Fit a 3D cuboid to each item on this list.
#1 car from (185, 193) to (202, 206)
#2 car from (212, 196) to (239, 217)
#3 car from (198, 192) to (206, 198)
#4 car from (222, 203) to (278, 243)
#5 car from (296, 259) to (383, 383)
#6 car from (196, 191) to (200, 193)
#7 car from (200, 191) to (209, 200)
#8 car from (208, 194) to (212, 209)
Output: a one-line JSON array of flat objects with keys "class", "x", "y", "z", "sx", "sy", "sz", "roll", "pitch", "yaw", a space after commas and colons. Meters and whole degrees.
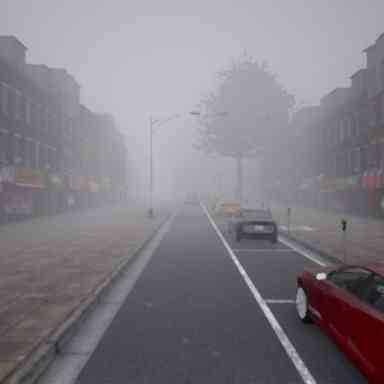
[{"class": "car", "x": 0.037, "y": 1.142, "z": 45.090, "sx": 1.895, "sy": 1.301, "sz": 4.718, "roll": 0, "pitch": 1, "yaw": 0}, {"class": "car", "x": 3.037, "y": 1.206, "z": 28.438, "sx": 1.882, "sy": 1.535, "sz": 5.008, "roll": 0, "pitch": 1, "yaw": 0}, {"class": "car", "x": 2.728, "y": 0.810, "z": 91.965, "sx": 1.947, "sy": 1.339, "sz": 4.313, "roll": 1, "pitch": 0, "yaw": 0}, {"class": "car", "x": 2.674, "y": 1.434, "z": 15.234, "sx": 1.947, "sy": 1.339, "sz": 4.313, "roll": 2, "pitch": 1, "yaw": 0}, {"class": "car", "x": 2.664, "y": 1.514, "z": 4.123, "sx": 1.887, "sy": 1.381, "sz": 4.507, "roll": 2, "pitch": 0, "yaw": 0}, {"class": "car", "x": 0.051, "y": 0.888, "z": 62.279, "sx": 1.837, "sy": 1.490, "sz": 4.892, "roll": 0, "pitch": 0, "yaw": 0}, {"class": "car", "x": 2.714, "y": 0.838, "z": 65.217, "sx": 1.967, "sy": 1.590, "sz": 4.097, "roll": 2, "pitch": 0, "yaw": 0}, {"class": "car", "x": 3.048, "y": 1.160, "z": 35.442, "sx": 1.837, "sy": 1.490, "sz": 4.892, "roll": 0, "pitch": 1, "yaw": 0}]
